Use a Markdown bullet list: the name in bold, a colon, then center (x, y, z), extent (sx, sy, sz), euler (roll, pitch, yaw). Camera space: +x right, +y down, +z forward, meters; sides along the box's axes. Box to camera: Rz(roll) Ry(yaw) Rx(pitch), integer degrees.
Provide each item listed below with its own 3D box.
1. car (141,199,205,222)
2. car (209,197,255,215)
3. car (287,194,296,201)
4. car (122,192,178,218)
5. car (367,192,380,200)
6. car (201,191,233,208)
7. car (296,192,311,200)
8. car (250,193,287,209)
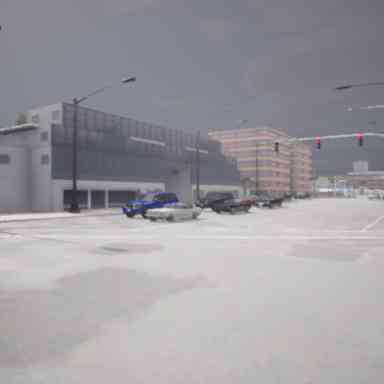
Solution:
- **car**: center (-1.283, 1.471, 24.871), extent (1.895, 1.301, 4.718), euler (1, 0, 35)
- **car**: center (3.979, 1.425, 32.372), extent (1.895, 1.301, 4.718), euler (1, 1, 35)
- **car**: center (14.362, 0.847, 53.235), extent (2.033, 1.411, 5.357), euler (1, 2, 35)
- **car**: center (-3.315, 1.065, 28.068), extent (2.150, 2.045, 5.566), euler (0, 0, 35)
- **car**: center (35.454, 0.784, 64.866), extent (1.812, 1.442, 4.674), euler (1, -1, 35)
- **car**: center (2.630, 0.983, 36.540), extent (2.150, 2.045, 5.566), euler (0, 1, 36)
- **car**: center (20.538, 0.698, 61.915), extent (2.033, 1.411, 5.357), euler (1, 1, 36)
- **car**: center (9.253, 1.165, 39.886), extent (2.128, 1.511, 4.902), euler (1, 2, 35)
